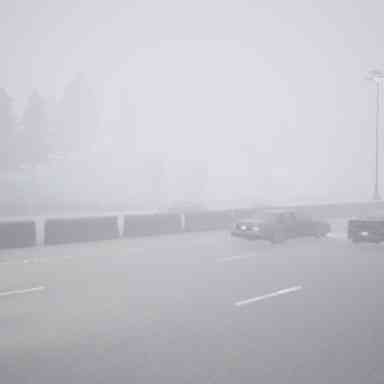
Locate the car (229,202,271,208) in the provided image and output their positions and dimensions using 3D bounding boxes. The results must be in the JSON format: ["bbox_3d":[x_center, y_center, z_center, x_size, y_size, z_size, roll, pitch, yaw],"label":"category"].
[{"bbox_3d":[5.443,1.525,29.361,4.718,1.301,1.895,-1,0,-35],"label":"car"}]

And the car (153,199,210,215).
[{"bbox_3d":[-1.027,1.455,29.060,4.902,1.511,2.128,0,0,-35],"label":"car"}]

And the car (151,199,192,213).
[{"bbox_3d":[-2.244,1.509,36.781,4.181,1.385,1.994,-1,0,-35],"label":"car"}]

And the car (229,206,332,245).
[{"bbox_3d":[4.199,1.524,15.354,5.357,1.411,2.033,0,0,-36],"label":"car"}]

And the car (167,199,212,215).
[{"bbox_3d":[-0.243,1.507,33.909,4.181,1.385,1.994,-1,0,-35],"label":"car"}]

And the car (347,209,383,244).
[{"bbox_3d":[8.652,1.436,14.235,5.008,1.535,1.882,0,0,-36],"label":"car"}]
